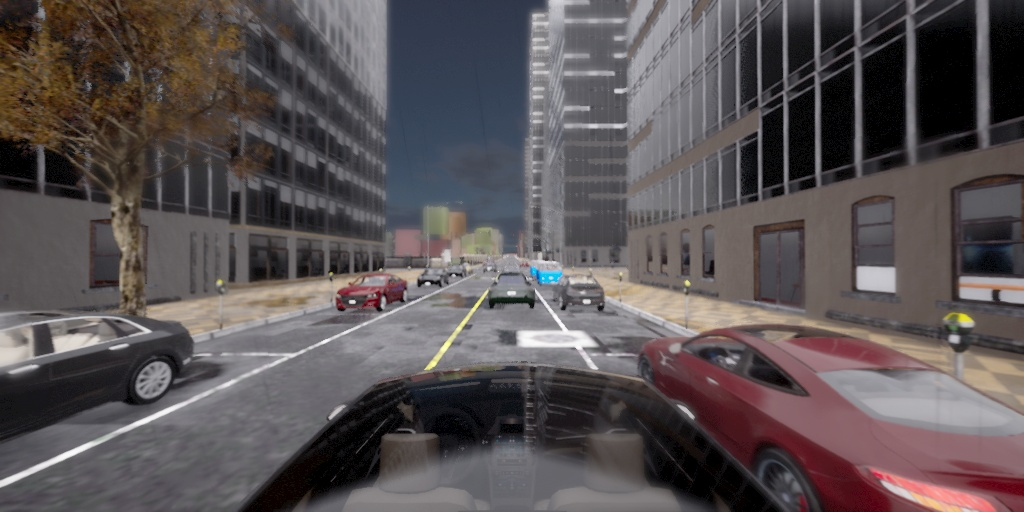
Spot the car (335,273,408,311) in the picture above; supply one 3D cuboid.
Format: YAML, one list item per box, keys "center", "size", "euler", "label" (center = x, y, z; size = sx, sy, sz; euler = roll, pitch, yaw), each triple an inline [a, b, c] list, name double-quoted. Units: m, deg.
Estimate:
- center: [-5.700, 1.415, 15.046]
  size: [1.888, 1.381, 4.507]
  euler: [0, 0, 0]
  label: "car"

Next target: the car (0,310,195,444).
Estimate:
- center: [-5.691, 1.319, 3.646]
  size: [2.007, 1.370, 4.403]
  euler: [0, 0, 0]
  label: "car"

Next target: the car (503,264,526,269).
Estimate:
- center: [-0.020, 1.574, 30.960]
  size: [1.895, 1.301, 4.718]
  euler: [0, 0, 0]
  label: "car"

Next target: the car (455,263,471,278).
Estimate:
- center: [-5.799, 1.575, 37.849]
  size: [1.948, 1.339, 4.313]
  euler: [0, 0, 0]
  label: "car"

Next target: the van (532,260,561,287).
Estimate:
- center: [2.672, 1.289, 26.460]
  size: [1.690, 1.789, 3.998]
  euler: [0, 0, 0]
  label: "van"

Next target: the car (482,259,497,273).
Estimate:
- center: [-3.040, 1.565, 50.296]
  size: [2.128, 1.511, 4.902]
  euler: [0, 0, 0]
  label: "car"

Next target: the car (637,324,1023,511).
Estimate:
- center: [2.689, 1.350, 3.651]
  size: [1.802, 1.307, 4.207]
  euler: [0, 0, 0]
  label: "car"

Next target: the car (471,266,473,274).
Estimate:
- center: [-5.852, 1.572, 45.083]
  size: [1.751, 1.417, 4.829]
  euler: [0, 0, 0]
  label: "car"

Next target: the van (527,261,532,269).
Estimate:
- center: [2.744, 1.349, 37.857]
  size: [1.690, 1.789, 3.998]
  euler: [0, 0, 0]
  label: "van"

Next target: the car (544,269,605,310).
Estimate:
- center: [2.680, 1.420, 15.053]
  size: [2.007, 1.370, 4.403]
  euler: [0, 0, 0]
  label: "car"

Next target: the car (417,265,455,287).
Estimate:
- center: [-5.709, 1.515, 26.452]
  size: [1.948, 1.339, 4.313]
  euler: [0, 0, 0]
  label: "car"

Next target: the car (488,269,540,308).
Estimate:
- center: [-0.006, 1.442, 16.124]
  size: [1.994, 1.385, 4.181]
  euler: [0, 0, 0]
  label: "car"
